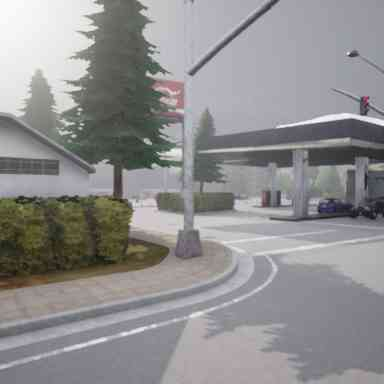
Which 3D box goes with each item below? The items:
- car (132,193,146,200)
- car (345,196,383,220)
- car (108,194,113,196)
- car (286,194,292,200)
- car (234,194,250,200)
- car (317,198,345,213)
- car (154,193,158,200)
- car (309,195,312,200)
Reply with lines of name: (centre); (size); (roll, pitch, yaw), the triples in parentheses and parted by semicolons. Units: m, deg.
car: (-13.957, 1.152, 87.355); (2.152, 1.636, 5.027); (0, 0, -36)
car: (15.173, 1.312, 28.252); (3.866, 1.878, 1.905); (0, 0, -36)
car: (-17.754, 1.297, 75.457); (2.007, 1.523, 4.514); (0, 0, -36)
car: (26.426, 1.328, 84.872); (2.152, 1.636, 5.027); (0, 0, -36)
car: (12.333, 1.318, 84.087); (1.845, 1.501, 3.633); (0, 0, -36)
car: (15.339, 1.479, 35.382); (4.611, 1.667, 2.242); (0, 0, -36)
car: (-6.245, 1.096, 71.462); (1.932, 1.855, 4.605); (0, 0, -36)
car: (28.929, 1.337, 86.763); (2.007, 1.523, 4.514); (0, 0, -36)
